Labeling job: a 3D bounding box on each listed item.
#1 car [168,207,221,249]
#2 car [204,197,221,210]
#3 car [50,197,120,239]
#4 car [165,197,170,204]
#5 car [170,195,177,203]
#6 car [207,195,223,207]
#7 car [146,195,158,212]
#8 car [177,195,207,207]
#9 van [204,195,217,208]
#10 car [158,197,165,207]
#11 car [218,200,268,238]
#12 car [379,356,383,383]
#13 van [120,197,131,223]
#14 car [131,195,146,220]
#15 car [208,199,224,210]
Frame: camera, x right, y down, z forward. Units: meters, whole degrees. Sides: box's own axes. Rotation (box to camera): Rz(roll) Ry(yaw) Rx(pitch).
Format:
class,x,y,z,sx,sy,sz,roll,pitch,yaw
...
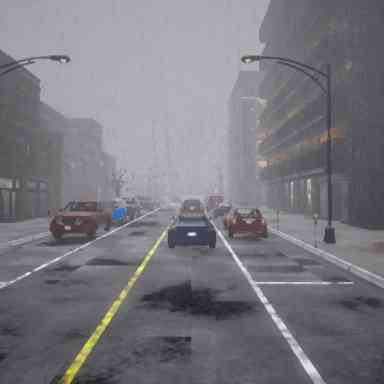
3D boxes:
class,x,y,z,sx,sy,sz,roll,pitch,yaw
car,0.000,1.576,14.652,1.994,1.385,4.181,0,0,0
car,2.706,1.450,44.748,1.967,1.590,4.097,1,0,0
car,-5.671,1.319,17.719,2.192,1.841,5.009,1,0,0
car,-5.677,1.563,60.976,2.008,1.369,4.403,1,0,0
car,-3.000,1.575,68.661,1.837,1.490,4.892,0,0,0
car,2.708,1.324,39.341,2.192,1.841,5.009,1,0,0
car,-5.672,1.323,39.348,2.192,1.841,5.009,1,0,0
car,0.000,1.374,29.625,2.097,1.767,4.553,0,0,0
van,2.708,1.352,50.155,1.690,1.788,3.998,1,0,0
car,-5.674,1.450,50.163,1.967,1.590,4.097,1,0,0
car,2.706,1.444,17.712,1.967,1.590,4.097,1,0,0
car,2.706,1.438,1.490,1.967,1.590,4.097,1,0,0
van,-5.672,1.346,23.126,1.690,1.788,3.998,1,0,0
car,-5.671,1.321,28.533,2.192,1.841,5.009,1,0,0
car,2.704,1.557,28.526,2.008,1.369,4.403,1,0,0
